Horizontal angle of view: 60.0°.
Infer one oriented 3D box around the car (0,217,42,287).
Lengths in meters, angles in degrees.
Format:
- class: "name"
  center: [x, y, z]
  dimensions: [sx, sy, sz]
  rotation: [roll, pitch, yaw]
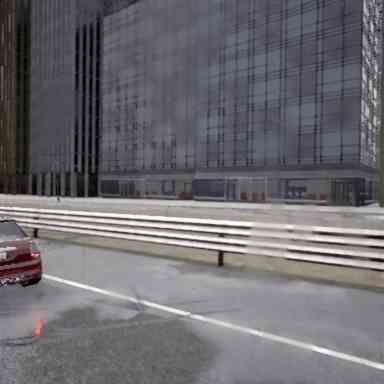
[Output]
- class: "car"
  center: [-5.666, 1.321, 8.029]
  dimensions: [4.553, 1.767, 2.097]
  rotation: [0, 0, 36]
